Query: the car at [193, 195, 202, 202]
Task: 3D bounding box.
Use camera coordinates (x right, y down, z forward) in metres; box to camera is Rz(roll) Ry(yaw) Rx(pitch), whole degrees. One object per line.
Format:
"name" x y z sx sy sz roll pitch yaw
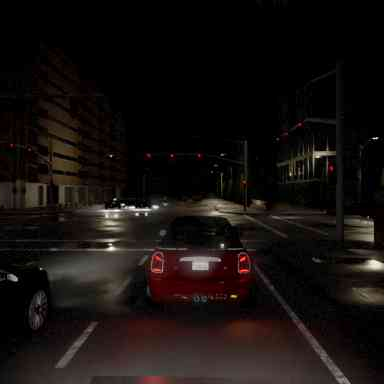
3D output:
"car" 1.246 1.478 73.830 1.882 1.535 5.008 0 0 2

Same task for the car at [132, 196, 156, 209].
"car" -6.630 1.564 46.139 1.994 1.385 4.181 0 0 1

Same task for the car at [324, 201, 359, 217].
"car" 14.506 1.547 30.020 4.902 1.511 2.128 0 0 1

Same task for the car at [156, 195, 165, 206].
"car" -6.367 1.491 56.286 2.128 1.511 4.902 0 0 2

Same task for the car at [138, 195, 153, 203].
"car" -9.449 1.490 67.742 2.128 1.511 4.902 0 0 2

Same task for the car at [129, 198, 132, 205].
"car" -9.928 1.601 54.441 1.895 1.301 4.718 0 0 2

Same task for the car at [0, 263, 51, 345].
"car" -3.396 1.492 3.880 2.128 1.511 4.902 0 0 1

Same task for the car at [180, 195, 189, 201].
"car" -1.956 1.540 83.937 2.033 1.411 5.357 0 0 2

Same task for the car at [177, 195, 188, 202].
"car" -2.253 1.524 73.850 2.128 1.511 4.902 0 0 2

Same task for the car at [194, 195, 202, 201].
"car" 1.547 1.478 83.984 1.882 1.535 5.008 0 0 2

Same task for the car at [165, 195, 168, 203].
"car" -5.979 1.352 67.093 2.097 1.767 4.553 0 0 2

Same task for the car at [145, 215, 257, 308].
"car" 0.220 1.352 8.109 2.097 1.767 4.553 0 0 2

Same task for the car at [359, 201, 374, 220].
"car" 16.693 1.603 26.473 5.357 1.411 2.033 0 0 1

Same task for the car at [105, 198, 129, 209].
"car" -10.161 1.564 44.144 1.994 1.385 4.181 0 0 1
